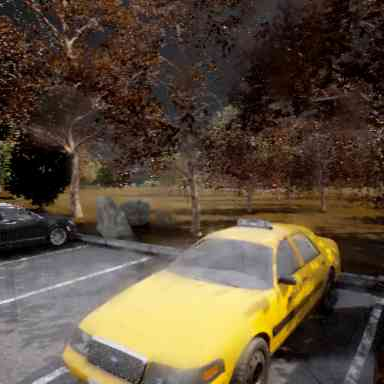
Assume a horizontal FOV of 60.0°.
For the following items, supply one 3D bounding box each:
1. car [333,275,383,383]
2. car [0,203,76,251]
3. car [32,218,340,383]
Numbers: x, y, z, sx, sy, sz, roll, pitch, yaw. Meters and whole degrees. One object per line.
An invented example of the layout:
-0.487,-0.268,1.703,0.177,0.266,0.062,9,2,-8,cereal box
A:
3.183,1.250,3.482,2.097,1.535,5.008,1,3,35,car
-5.821,1.047,9.840,2.231,1.521,4.892,2,4,35,car
0.797,1.217,4.938,1.946,1.575,5.366,1,3,35,car
